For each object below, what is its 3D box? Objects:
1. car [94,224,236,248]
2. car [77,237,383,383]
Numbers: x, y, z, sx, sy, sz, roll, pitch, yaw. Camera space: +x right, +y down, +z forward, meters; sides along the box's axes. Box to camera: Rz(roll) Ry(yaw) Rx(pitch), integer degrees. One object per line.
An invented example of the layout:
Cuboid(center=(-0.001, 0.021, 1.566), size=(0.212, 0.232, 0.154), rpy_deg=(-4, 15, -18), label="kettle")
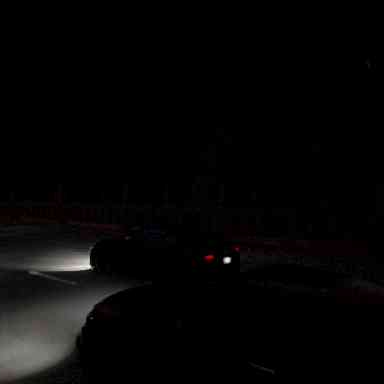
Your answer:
Cuboid(center=(-0.807, 1.543, 8.866), size=(4.181, 1.385, 1.994), rpy_deg=(0, 0, 35), label="car")
Cuboid(center=(0.815, 1.521, 3.409), size=(4.674, 1.442, 1.812), rpy_deg=(0, 0, 35), label="car")
